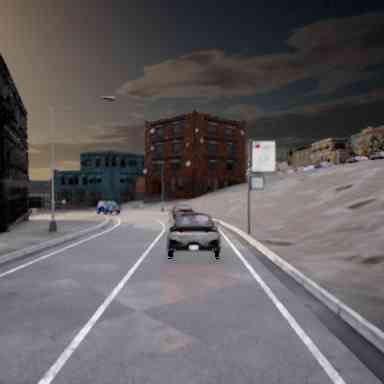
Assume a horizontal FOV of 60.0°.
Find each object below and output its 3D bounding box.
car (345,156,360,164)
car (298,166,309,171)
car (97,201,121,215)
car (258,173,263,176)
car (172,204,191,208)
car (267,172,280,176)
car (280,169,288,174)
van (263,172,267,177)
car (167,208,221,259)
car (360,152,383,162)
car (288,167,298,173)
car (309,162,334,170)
[{"bbox_3d":[21.742,-3.900,43.351,2.231,1.521,4.892,0,0,-1],"label":"car"},{"bbox_3d":[21.388,-4.003,59.782,2.002,1.452,4.674,0,0,-1],"label":"car"},{"bbox_3d":[-12.043,2.258,48.052,2.150,2.045,5.566,-1,-3,-31],"label":"car"},{"bbox_3d":[20.673,-4.222,93.027,2.002,1.452,4.674,0,0,-1],"label":"car"},{"bbox_3d":[-0.950,1.818,28.203,1.837,1.490,4.892,0,-1,-9],"label":"car"},{"bbox_3d":[20.909,-4.207,81.989,2.231,1.521,4.892,0,0,-1],"label":"car"},{"bbox_3d":[21.147,-4.260,70.974,2.185,1.767,4.553,0,0,-1],"label":"car"},{"bbox_3d":[20.793,-4.463,87.384,1.878,1.987,4.442,0,0,-1],"label":"van"},{"bbox_3d":[0.069,1.569,12.971,2.128,1.511,4.902,0,-1,0],"label":"car"},{"bbox_3d":[21.869,-3.839,37.833,2.231,1.521,4.892,0,1,-1],"label":"car"},{"bbox_3d":[21.266,-4.217,65.455,2.185,1.767,4.553,0,0,-1],"label":"car"},{"bbox_3d":[21.506,-4.122,54.288,2.185,1.767,4.553,0,0,-1],"label":"car"}]
